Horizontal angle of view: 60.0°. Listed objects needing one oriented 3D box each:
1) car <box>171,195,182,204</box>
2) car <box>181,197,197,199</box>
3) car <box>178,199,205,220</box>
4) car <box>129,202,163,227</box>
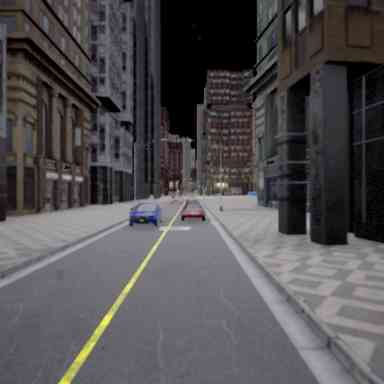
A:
[{"bbox_3d":[-3.017,1.309,64.904,2.097,1.767,4.553,0,0,0],"label":"car"},{"bbox_3d":[0.038,1.467,45.752,2.128,1.511,4.902,0,0,0],"label":"car"},{"bbox_3d":[0.094,1.565,27.890,1.994,1.385,4.181,0,0,0],"label":"car"},{"bbox_3d":[-3.098,1.484,23.012,1.882,1.535,5.008,0,0,0],"label":"car"}]
